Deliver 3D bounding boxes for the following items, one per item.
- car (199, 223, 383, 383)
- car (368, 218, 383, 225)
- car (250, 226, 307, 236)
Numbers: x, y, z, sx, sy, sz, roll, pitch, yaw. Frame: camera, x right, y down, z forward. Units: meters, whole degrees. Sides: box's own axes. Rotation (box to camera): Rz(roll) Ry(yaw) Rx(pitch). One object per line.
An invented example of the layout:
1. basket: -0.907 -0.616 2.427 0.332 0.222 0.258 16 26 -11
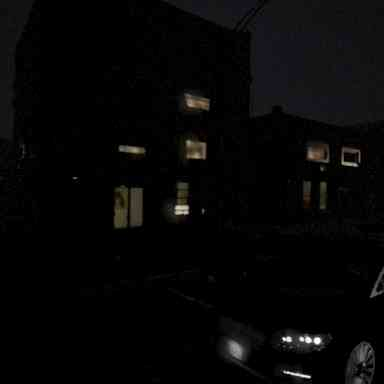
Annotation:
1. car: 2.490 1.507 5.142 4.902 1.511 2.128 0 0 -35
2. car: 6.902 1.582 11.469 4.507 1.381 1.887 0 1 -35
3. car: 2.233 1.565 8.231 4.507 1.381 1.887 0 1 -35
